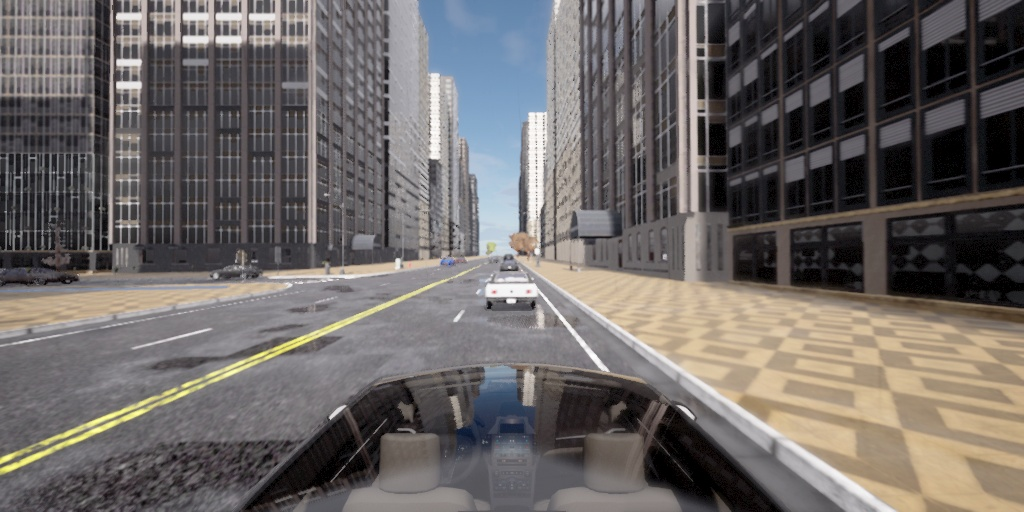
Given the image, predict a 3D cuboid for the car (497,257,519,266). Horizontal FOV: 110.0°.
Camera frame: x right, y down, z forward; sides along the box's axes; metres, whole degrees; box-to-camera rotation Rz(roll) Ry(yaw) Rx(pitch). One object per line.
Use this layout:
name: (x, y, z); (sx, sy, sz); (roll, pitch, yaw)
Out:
car: (-0.260, 1.087, 38.792); (1.994, 1.385, 4.181); (0, 0, 0)

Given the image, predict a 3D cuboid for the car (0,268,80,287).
car: (-36.991, 1.597, 27.680); (5.357, 1.411, 2.033); (-1, -1, -1)

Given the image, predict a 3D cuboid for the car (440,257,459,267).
car: (-10.340, 0.932, 57.730); (1.882, 1.535, 5.008); (0, 0, 0)

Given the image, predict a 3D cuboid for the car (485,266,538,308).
car: (-0.029, 1.271, 14.740); (1.895, 1.301, 4.718); (0, 0, 0)

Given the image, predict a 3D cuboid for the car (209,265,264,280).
car: (-25.965, 1.498, 33.832); (4.403, 1.370, 2.007); (0, 0, -1)
